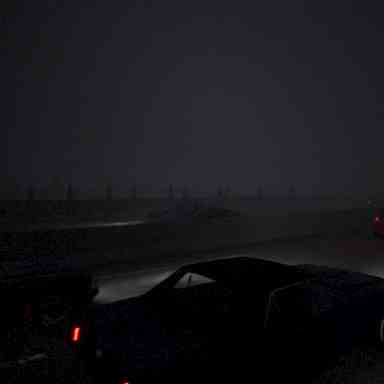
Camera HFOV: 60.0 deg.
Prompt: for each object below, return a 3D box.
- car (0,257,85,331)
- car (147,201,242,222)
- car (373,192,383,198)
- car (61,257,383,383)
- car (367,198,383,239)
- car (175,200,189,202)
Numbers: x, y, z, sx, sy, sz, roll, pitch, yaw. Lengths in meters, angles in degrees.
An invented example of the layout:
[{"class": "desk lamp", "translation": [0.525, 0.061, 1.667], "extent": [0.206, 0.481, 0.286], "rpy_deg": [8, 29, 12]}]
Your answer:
[{"class": "car", "translation": [-3.986, 1.603, 5.202], "extent": [4.718, 1.301, 1.895], "rpy_deg": [0, 0, -36]}, {"class": "car", "translation": [0.445, 1.438, 17.207], "extent": [4.902, 1.511, 2.128], "rpy_deg": [0, 0, -35]}, {"class": "car", "translation": [21.529, 1.035, 36.504], "extent": [5.566, 2.045, 2.150], "rpy_deg": [0, 0, -35]}, {"class": "car", "translation": [0.984, 1.583, 4.447], "extent": [4.718, 1.301, 1.895], "rpy_deg": [0, 0, -36]}, {"class": "car", "translation": [10.444, 1.264, 15.499], "extent": [4.553, 1.767, 2.097], "rpy_deg": [0, 0, -35]}, {"class": "car", "translation": [-0.948, 1.407, 24.812], "extent": [5.008, 1.535, 1.882], "rpy_deg": [0, 0, -35]}]
